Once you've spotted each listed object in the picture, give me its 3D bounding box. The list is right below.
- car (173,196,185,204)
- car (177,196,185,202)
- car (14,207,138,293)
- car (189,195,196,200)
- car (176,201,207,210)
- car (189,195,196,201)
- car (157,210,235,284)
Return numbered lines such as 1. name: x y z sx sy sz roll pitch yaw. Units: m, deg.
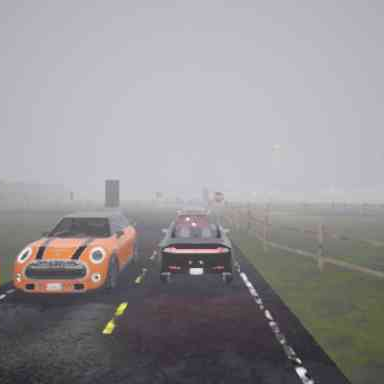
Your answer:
1. car: -2.670 1.604 67.418 1.837 1.490 4.892 0 0 0
2. car: -2.643 1.716 82.923 1.895 1.301 4.718 0 0 0
3. car: -2.832 1.366 9.090 2.097 1.767 4.553 0 0 0
4. car: 0.119 1.494 92.372 1.812 1.442 4.674 0 0 0
5. car: 0.117 1.509 19.890 1.882 1.535 5.008 0 0 0
6. car: 0.106 1.712 82.400 1.895 1.301 4.718 0 0 0
7. car: 0.106 1.507 9.623 2.128 1.511 4.902 0 0 0
